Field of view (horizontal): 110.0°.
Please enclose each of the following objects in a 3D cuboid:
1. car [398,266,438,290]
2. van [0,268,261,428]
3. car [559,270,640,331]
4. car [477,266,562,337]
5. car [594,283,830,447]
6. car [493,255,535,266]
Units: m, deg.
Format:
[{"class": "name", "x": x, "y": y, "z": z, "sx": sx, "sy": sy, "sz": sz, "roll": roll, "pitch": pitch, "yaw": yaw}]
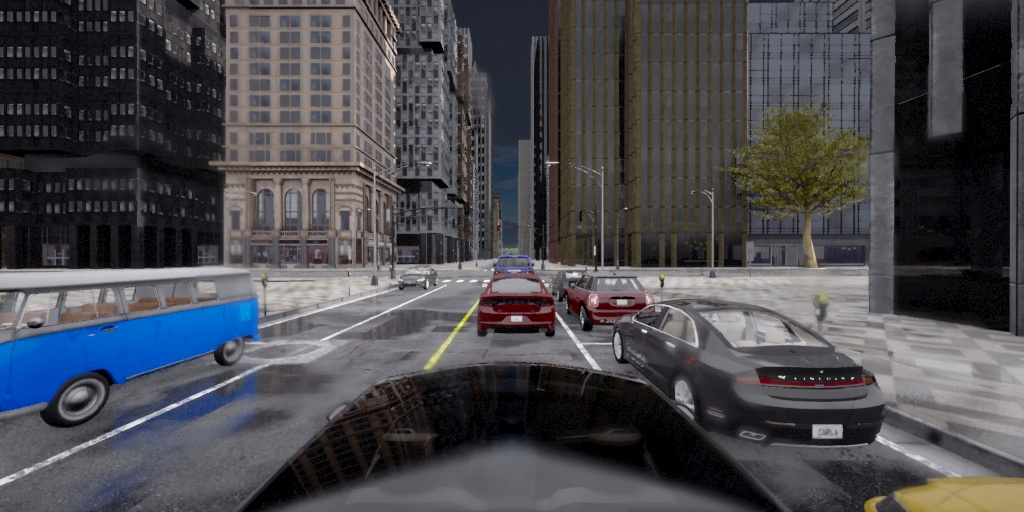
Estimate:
[{"class": "car", "x": -5.732, "y": 1.296, "z": 22.258, "sx": 2.007, "sy": 1.370, "sz": 4.403, "roll": 0, "pitch": 0, "yaw": 0}, {"class": "van", "x": -5.756, "y": 1.090, "z": 5.335, "sx": 1.690, "sy": 1.789, "sz": 3.998, "roll": 0, "pitch": 0, "yaw": 0}, {"class": "car", "x": 2.777, "y": 1.188, "z": 10.965, "sx": 1.967, "sy": 1.591, "sz": 4.097, "roll": 0, "pitch": 0, "yaw": 0}, {"class": "car", "x": 0.106, "y": 1.226, "z": 10.350, "sx": 1.882, "sy": 1.535, "sz": 5.008, "roll": 0, "pitch": 0, "yaw": 0}, {"class": "car", "x": 2.769, "y": 1.300, "z": 5.323, "sx": 2.007, "sy": 1.370, "sz": 4.403, "roll": 0, "pitch": 0, "yaw": 0}, {"class": "car", "x": 0.103, "y": 0.967, "z": 20.234, "sx": 2.150, "sy": 2.045, "sz": 5.566, "roll": 0, "pitch": 0, "yaw": 0}]
